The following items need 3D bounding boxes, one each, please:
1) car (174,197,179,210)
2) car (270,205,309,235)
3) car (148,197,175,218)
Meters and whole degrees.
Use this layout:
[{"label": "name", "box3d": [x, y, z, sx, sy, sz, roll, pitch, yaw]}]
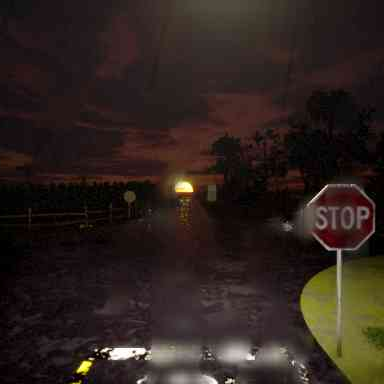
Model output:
[{"label": "car", "box3d": [-2.846, 1.537, 40.143, 1.837, 1.490, 4.892, 0, 0, 0]}, {"label": "car", "box3d": [6.524, 1.368, 17.204, 4.892, 1.490, 1.837, -1, 1, 12]}, {"label": "car", "box3d": [-2.871, 1.527, 30.654, 1.837, 1.490, 4.892, 0, 0, 1]}]
